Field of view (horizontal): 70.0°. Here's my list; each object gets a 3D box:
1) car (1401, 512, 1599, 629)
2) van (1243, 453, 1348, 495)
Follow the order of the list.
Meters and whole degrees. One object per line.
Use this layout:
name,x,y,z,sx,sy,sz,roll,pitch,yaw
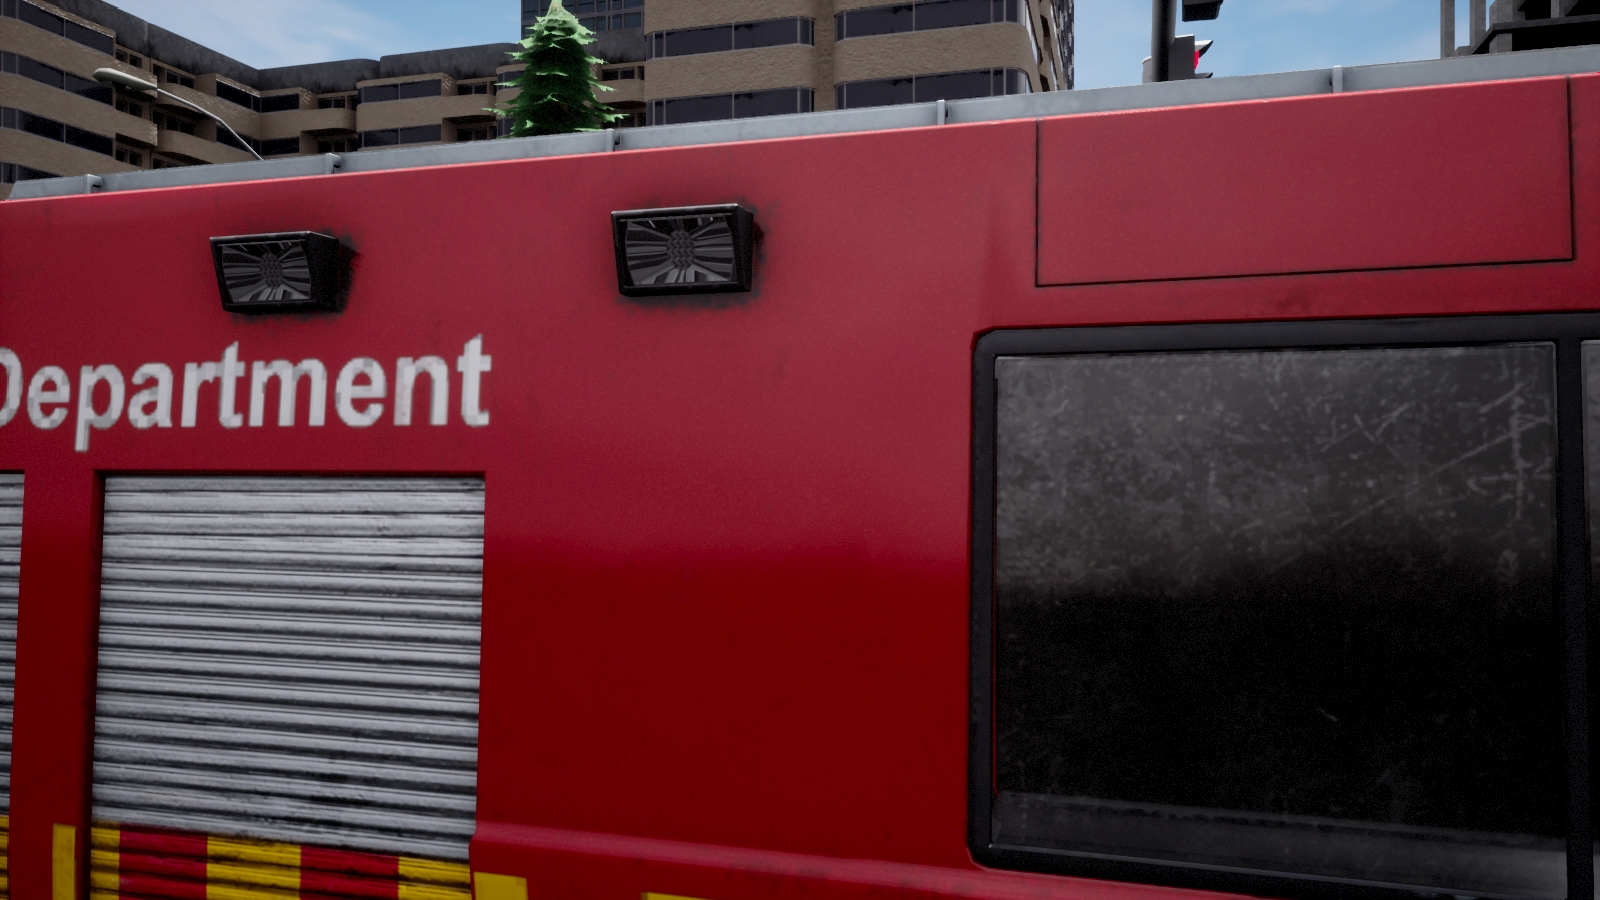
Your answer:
car,12.484,2.037,20.491,2.038,1.542,4.974,0,0,16
van,31.439,1.507,72.716,5.915,2.561,1.988,0,0,15
